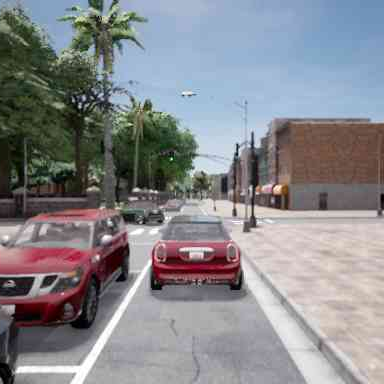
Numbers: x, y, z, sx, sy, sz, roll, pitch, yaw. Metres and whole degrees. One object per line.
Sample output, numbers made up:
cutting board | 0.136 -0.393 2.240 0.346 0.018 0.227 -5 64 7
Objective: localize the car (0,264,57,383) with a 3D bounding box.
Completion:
car | -2.638 1.563 1.762 2.008 1.369 4.403 0 0 0

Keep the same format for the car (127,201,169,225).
car | -4.360 1.571 25.925 4.553 1.767 2.097 -1 0 40

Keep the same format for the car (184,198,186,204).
car | -2.651 2.149 62.437 1.802 1.307 4.206 0 -1 0

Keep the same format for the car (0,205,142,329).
car | -2.639 1.363 7.227 2.192 1.841 5.009 0 0 0

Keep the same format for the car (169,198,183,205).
car | -2.648 1.819 45.374 1.967 1.590 4.097 0 -1 0

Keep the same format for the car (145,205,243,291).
car | 0.099 1.414 9.349 2.097 1.767 4.553 0 -1 0
